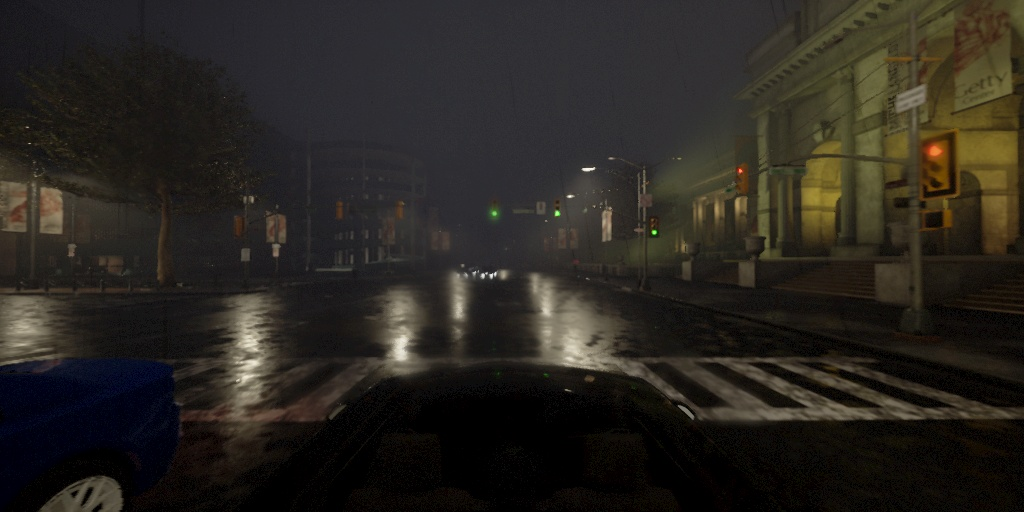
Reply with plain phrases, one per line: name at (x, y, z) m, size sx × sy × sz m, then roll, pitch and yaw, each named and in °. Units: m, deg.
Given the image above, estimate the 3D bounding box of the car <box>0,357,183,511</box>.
car at (-3.608, 1.215, 0.758) m, size 1.882 × 1.535 × 5.008 m, roll 0°, pitch -1°, yaw 0°

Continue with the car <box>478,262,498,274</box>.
car at (-3.599, 1.980, 54.191) m, size 1.994 × 1.385 × 4.181 m, roll 0°, pitch -1°, yaw 0°

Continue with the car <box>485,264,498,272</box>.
car at (-3.570, 2.128, 62.950) m, size 1.895 × 1.301 × 4.718 m, roll 0°, pitch -1°, yaw 0°

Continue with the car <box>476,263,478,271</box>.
car at (-7.091, 2.041, 63.630) m, size 1.837 × 1.490 × 4.892 m, roll 0°, pitch -1°, yaw 0°

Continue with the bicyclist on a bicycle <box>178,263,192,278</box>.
bicyclist on a bicycle at (-34.225, 1.506, 37.517) m, size 0.582 × 1.620 × 1.656 m, roll 0°, pitch 0°, yaw 0°

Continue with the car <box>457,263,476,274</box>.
car at (-7.090, 1.963, 54.095) m, size 2.033 × 1.411 × 5.357 m, roll 0°, pitch -1°, yaw 0°
